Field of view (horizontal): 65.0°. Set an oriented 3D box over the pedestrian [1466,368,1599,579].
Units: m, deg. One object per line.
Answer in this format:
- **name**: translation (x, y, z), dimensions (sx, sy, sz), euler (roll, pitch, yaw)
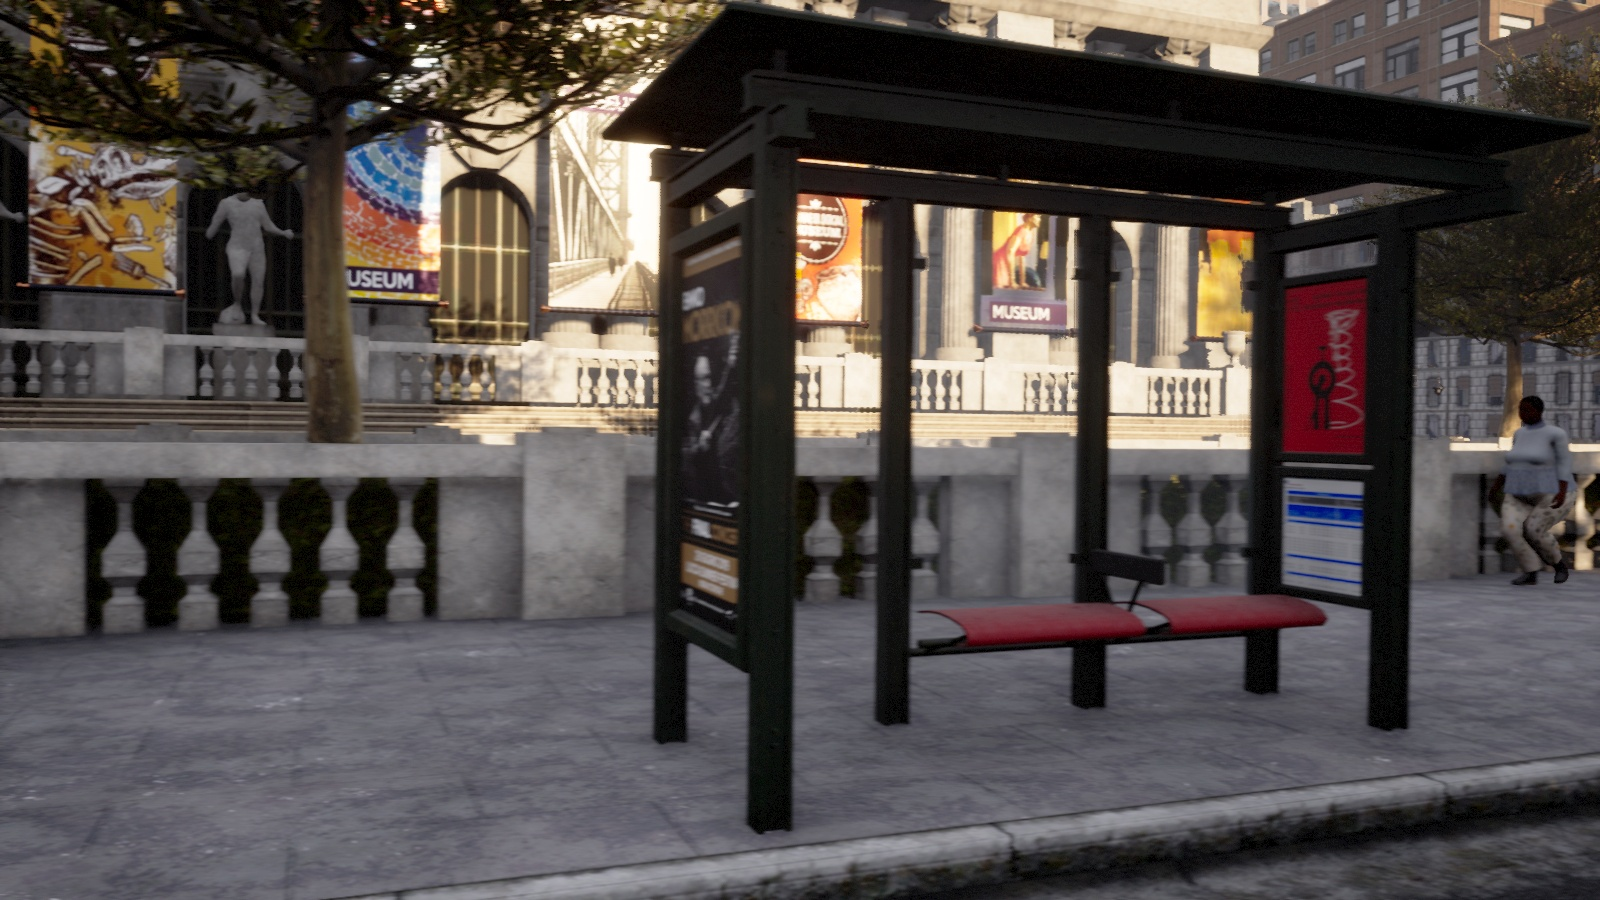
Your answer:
- **pedestrian**: translation (6.873, 0.195, 11.621), dimensions (0.900, 1.855, 0.874), euler (-1, 1, -21)
